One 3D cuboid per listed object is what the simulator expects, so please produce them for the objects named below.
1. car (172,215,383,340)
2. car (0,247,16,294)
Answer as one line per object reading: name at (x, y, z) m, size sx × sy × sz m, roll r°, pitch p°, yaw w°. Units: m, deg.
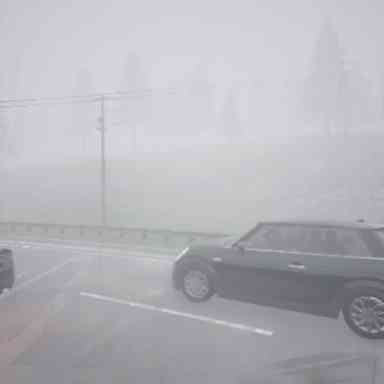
car at (1.797, 1.280, 6.600) m, size 4.553 × 1.767 × 2.097 m, roll 0°, pitch 1°, yaw 32°
car at (-5.937, 1.459, 7.001) m, size 5.008 × 1.535 × 1.882 m, roll 0°, pitch 0°, yaw 28°
